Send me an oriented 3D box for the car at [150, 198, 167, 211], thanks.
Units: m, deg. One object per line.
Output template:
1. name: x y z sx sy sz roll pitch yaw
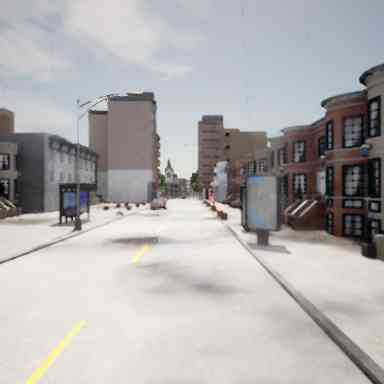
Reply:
1. car: -4.080 1.532 41.398 1.812 1.442 4.674 0 0 0

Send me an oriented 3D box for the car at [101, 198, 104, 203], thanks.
1. car: -19.312 1.357 62.806 4.611 1.667 2.242 0 0 10

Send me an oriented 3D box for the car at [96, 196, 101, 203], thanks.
1. car: -19.078 1.251 59.704 3.866 1.878 1.905 0 0 10

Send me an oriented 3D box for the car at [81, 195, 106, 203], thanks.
1. car: -19.457 1.425 65.757 4.193 1.474 1.816 0 0 10
